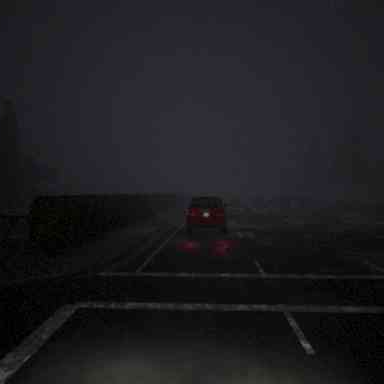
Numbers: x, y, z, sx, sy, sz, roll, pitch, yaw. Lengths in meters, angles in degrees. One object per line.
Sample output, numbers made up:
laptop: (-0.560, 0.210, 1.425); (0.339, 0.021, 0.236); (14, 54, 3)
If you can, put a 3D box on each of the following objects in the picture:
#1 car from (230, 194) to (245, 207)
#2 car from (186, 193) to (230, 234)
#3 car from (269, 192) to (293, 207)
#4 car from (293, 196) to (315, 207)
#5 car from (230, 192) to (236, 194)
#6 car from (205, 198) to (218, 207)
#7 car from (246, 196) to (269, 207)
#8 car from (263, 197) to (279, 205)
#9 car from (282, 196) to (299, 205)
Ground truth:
car: (6.439, 1.474, 50.371); (1.882, 1.535, 5.008); (0, 0, 4)
car: (0.874, 1.218, 19.254); (2.150, 2.045, 5.566); (0, 0, 4)
car: (13.502, 1.357, 51.093); (2.097, 1.767, 4.553); (0, 0, 4)
car: (16.943, 1.487, 50.094); (1.882, 1.535, 5.008); (0, 0, 4)
car: (7.074, 1.216, 59.967); (2.150, 2.045, 5.566); (0, 0, 4)
car: (2.976, 1.593, 51.048); (1.895, 1.301, 4.718); (0, 0, 4)
car: (9.957, 1.353, 50.526); (2.097, 1.767, 4.553); (0, 0, 4)
car: (14.056, 1.567, 59.475); (1.994, 1.385, 4.181); (0, 0, 4)
car: (17.548, 1.513, 59.244); (1.837, 1.490, 4.892); (0, 0, 4)
